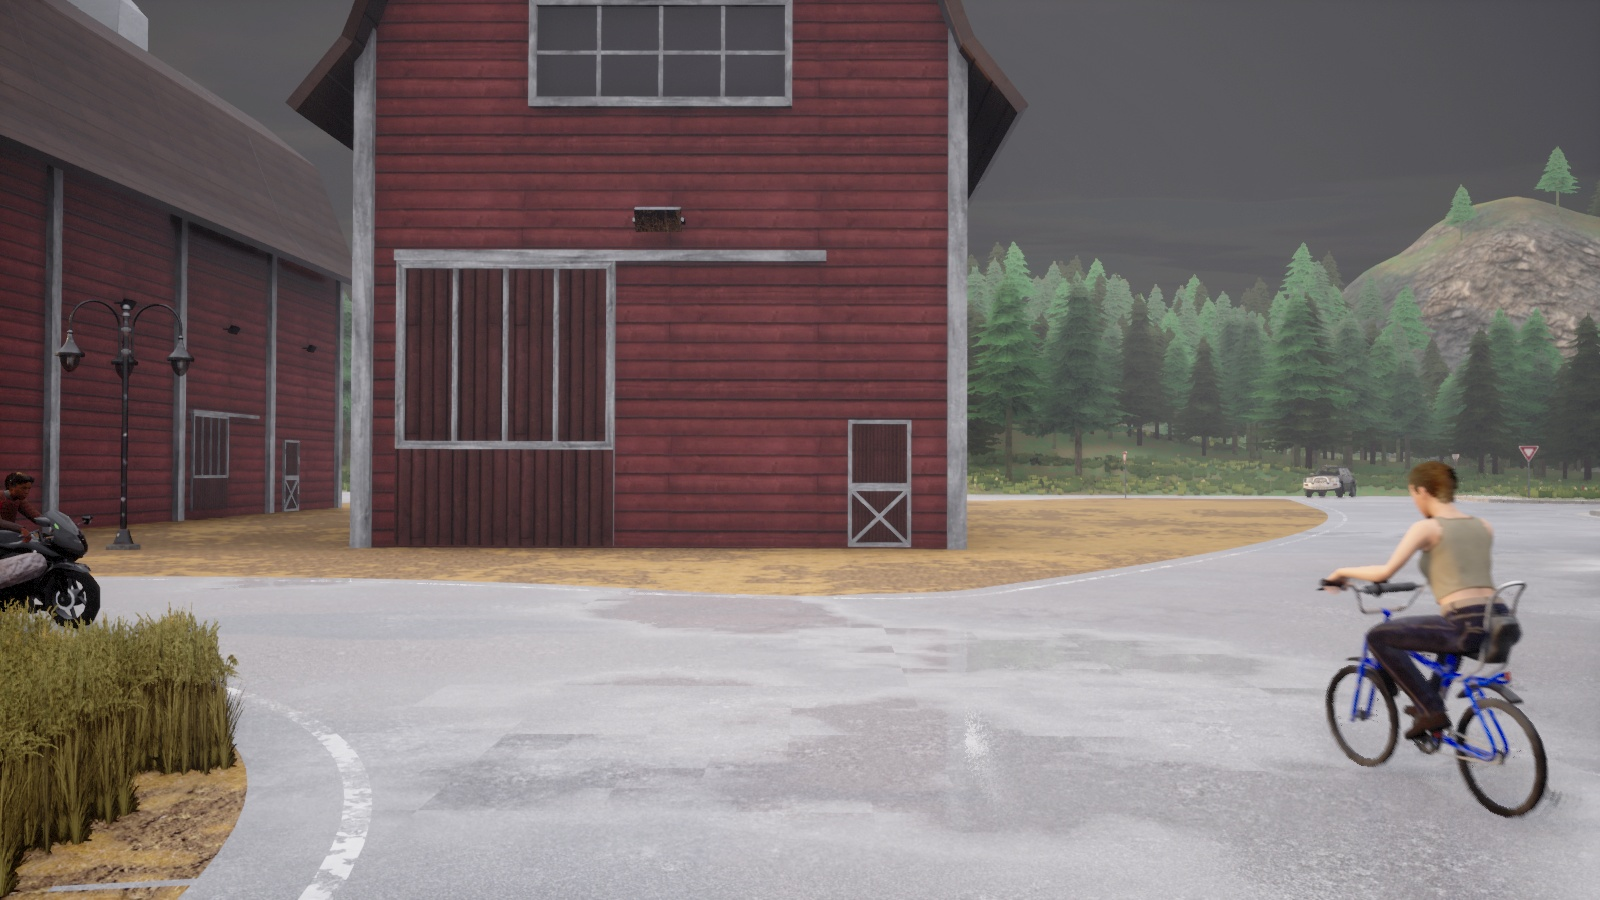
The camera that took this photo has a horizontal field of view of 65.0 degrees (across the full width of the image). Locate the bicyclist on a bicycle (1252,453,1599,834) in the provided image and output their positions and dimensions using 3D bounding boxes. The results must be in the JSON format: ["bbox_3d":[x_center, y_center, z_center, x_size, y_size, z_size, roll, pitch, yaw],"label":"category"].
[{"bbox_3d":[3.069,0.835,6.196,0.866,1.612,1.509,-1,0,-13],"label":"bicyclist on a bicycle"}]

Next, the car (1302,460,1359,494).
[{"bbox_3d":[29.832,1.510,70.590,1.932,1.855,4.605,-2,-2,36],"label":"car"}]

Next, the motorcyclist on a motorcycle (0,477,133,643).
[{"bbox_3d":[-7.631,1.030,12.093,2.044,1.523,0.797,0,-1,7],"label":"motorcyclist on a motorcycle"}]
